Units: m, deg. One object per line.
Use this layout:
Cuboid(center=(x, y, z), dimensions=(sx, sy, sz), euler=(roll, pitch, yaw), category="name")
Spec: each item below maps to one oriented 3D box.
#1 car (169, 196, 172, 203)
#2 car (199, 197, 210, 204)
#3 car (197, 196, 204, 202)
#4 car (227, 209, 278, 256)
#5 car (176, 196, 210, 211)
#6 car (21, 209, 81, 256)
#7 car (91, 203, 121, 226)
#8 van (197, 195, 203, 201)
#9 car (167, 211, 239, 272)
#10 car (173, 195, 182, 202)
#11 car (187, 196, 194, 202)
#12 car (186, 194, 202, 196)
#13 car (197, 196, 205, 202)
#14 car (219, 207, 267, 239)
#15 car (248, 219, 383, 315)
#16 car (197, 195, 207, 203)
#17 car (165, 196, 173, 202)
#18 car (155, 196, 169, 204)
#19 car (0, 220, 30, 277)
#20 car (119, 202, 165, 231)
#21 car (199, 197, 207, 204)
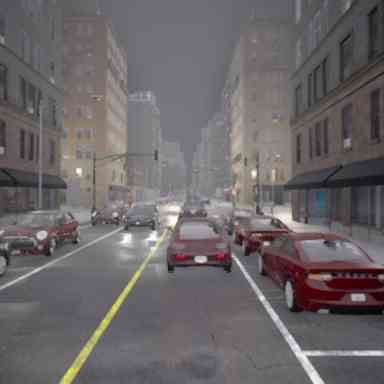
Cuboid(center=(-6.110, 1.811, 73.422), dimensions=(1.887, 1.381, 4.507), euler=(0, 0, -1), category="car")
Cuboid(center=(2.468, 1.805, 67.992), dimensions=(1.947, 1.339, 4.313), euler=(0, 0, -1), category="car")
Cuboid(center=(2.253, 1.802, 90.020), dimensions=(1.967, 1.590, 4.097), euler=(0, 0, -1), category="car")
Cuboid(center=(2.672, 1.581, 13.068), dimensions=(1.887, 1.381, 4.507), euler=(0, 0, 0), category="car")
Cuboid(center=(0.091, 1.427, 25.406), dimensions=(2.097, 1.767, 4.553), euler=(0, 0, 0), category="car")
Cuboid(center=(-5.854, 1.477, 13.059), dimensions=(1.967, 1.590, 4.097), euler=(0, 0, 0), category="car")
Cuboid(center=(-5.857, 1.510, 24.045), dimensions=(1.967, 1.590, 4.097), euler=(0, 0, 0), category="car")
Cuboid(center=(2.200, 1.738, 95.528), dimensions=(1.690, 1.788, 3.998), euler=(0, 0, -1), category="van")
Cuboid(center=(0.160, 1.556, 10.785), dimensions=(1.812, 1.442, 4.674), euler=(0, 0, -2), category="car")
Cuboid(center=(-3.347, 1.672, 82.676), dimensions=(2.097, 1.767, 4.553), euler=(0, 0, -1), category="car")
Cuboid(center=(-0.417, 1.906, 89.951), dimensions=(1.994, 1.385, 4.181), euler=(0, 0, -1), category="car")
Cuboid(center=(0.033, 1.397, 53.568), dimensions=(2.150, 2.045, 5.566), euler=(0, 0, 0), category="car")
Cuboid(center=(2.307, 1.768, 84.514), dimensions=(1.967, 1.590, 4.097), euler=(0, 0, -1), category="car")
Cuboid(center=(2.670, 1.604, 18.560), dimensions=(2.008, 1.369, 4.403), euler=(0, 0, 0), category="car")
Cuboid(center=(2.674, 1.565, 7.577), dimensions=(1.887, 1.381, 4.507), euler=(0, 0, 0), category="car")
Cuboid(center=(2.362, 1.612, 79.007), dimensions=(2.192, 1.841, 5.009), euler=(0, 0, -1), category="car")
Cuboid(center=(-6.271, 1.801, 89.946), dimensions=(1.967, 1.590, 4.097), euler=(0, 0, -1), category="car")
Cuboid(center=(-6.003, 1.764, 62.406), dimensions=(2.008, 1.369, 4.403), euler=(0, 0, -1), category="car")
Cuboid(center=(-5.853, 1.572, 7.566), dimensions=(2.008, 1.369, 4.403), euler=(0, 0, 0), category="car")
Cuboid(center=(-3.067, 1.569, 21.252), dimensions=(1.837, 1.490, 4.892), euler=(0, -1, 0), category="car")
Cuboid(center=(2.413, 1.793, 73.670), dimensions=(1.752, 1.417, 4.829), euler=(0, 0, -1), category="car")
